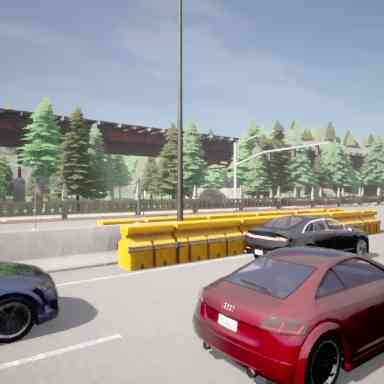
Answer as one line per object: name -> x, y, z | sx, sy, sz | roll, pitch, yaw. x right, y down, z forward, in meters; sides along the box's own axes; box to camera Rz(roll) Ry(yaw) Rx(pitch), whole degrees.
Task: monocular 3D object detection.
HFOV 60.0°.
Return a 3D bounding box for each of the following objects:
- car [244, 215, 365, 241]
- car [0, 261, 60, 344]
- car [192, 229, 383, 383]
car -> 3.859, 1.491, 10.804 | 4.902, 1.511, 2.128 | 0, 0, -36
car -> -4.264, 1.564, 5.001 | 4.181, 1.385, 1.994 | 0, 0, -36
car -> 2.069, 1.564, 5.227 | 4.181, 1.385, 1.994 | 0, 0, -35
